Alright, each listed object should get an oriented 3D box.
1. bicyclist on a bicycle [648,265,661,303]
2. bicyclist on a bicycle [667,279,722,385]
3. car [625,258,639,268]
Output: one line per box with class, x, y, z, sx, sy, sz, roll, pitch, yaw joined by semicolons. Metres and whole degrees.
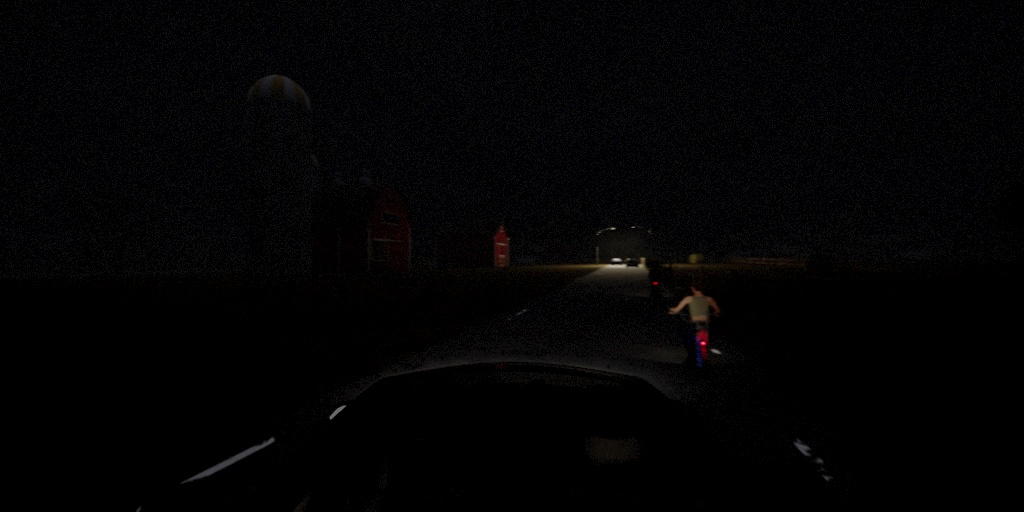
bicyclist on a bicycle;6.306;1.204;15.789;0.582;1.620;1.656;-1;0;18
bicyclist on a bicycle;3.109;1.186;6.034;0.866;1.612;1.509;-1;-1;18
car;19.177;1.234;57.235;1.994;1.385;4.181;-1;0;18
